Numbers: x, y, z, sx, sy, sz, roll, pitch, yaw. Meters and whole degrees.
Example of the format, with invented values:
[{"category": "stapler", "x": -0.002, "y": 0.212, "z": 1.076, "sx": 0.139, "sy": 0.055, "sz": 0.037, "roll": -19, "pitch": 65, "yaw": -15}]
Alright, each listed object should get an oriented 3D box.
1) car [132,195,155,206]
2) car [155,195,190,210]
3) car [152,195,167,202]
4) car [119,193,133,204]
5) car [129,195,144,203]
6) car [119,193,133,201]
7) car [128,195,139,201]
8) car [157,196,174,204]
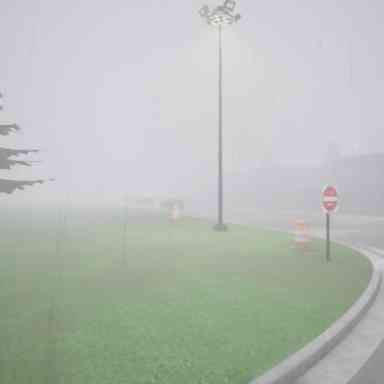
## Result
[{"category": "car", "x": -7.390, "y": 1.456, "z": 52.520, "sx": 2.128, "sy": 1.511, "sz": 4.902, "roll": 0, "pitch": 0, "yaw": -24}, {"category": "car", "x": -2.543, "y": 1.461, "z": 41.555, "sx": 2.128, "sy": 1.511, "sz": 4.902, "roll": 0, "pitch": 0, "yaw": -24}, {"category": "car", "x": -7.695, "y": 1.468, "z": 78.910, "sx": 2.128, "sy": 1.511, "sz": 4.902, "roll": 0, "pitch": 0, "yaw": -24}, {"category": "car", "x": -11.529, "y": 1.452, "z": 61.828, "sx": 2.128, "sy": 1.511, "sz": 4.902, "roll": 0, "pitch": 0, "yaw": -24}, {"category": "car", "x": -11.911, "y": 1.431, "z": 71.137, "sx": 1.882, "sy": 1.535, "sz": 5.008, "roll": 0, "pitch": 0, "yaw": -24}, {"category": "car", "x": -16.107, "y": 1.175, "z": 80.623, "sx": 2.150, "sy": 2.045, "sz": 5.566, "roll": 0, "pitch": 0, "yaw": -24}, {"category": "car", "x": -15.404, "y": 1.539, "z": 87.685, "sx": 1.895, "sy": 1.301, "sz": 4.718, "roll": 0, "pitch": 0, "yaw": -24}, {"category": "car", "x": -5.226, "y": 1.478, "z": 64.680, "sx": 1.812, "sy": 1.442, "sz": 4.674, "roll": 0, "pitch": 0, "yaw": -24}]
